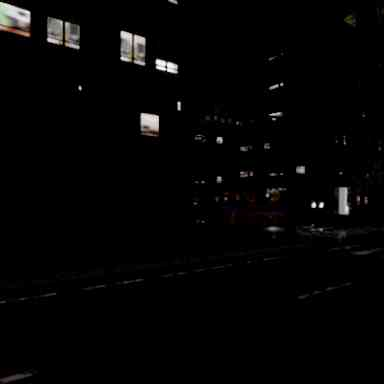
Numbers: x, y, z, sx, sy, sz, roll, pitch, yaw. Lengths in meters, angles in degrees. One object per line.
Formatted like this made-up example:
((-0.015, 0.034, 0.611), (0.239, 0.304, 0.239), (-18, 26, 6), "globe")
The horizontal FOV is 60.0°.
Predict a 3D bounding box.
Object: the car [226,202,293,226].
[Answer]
((5.419, 1.855, 27.316), (1.882, 1.535, 5.008), (0, -1, -36), "car")

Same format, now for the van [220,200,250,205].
((4.900, 1.851, 37.815), (1.690, 1.788, 3.998), (-1, 0, -36), "van")

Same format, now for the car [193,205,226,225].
((1.459, 1.993, 28.387), (1.802, 1.307, 4.206), (-1, 0, -36), "car")

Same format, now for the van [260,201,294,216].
((8.208, 1.778, 33.294), (1.690, 1.788, 3.998), (-1, 0, -36), "van")

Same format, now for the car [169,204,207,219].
((-0.521, 2.073, 35.433), (1.994, 1.385, 4.181), (0, -1, -37), "car")
